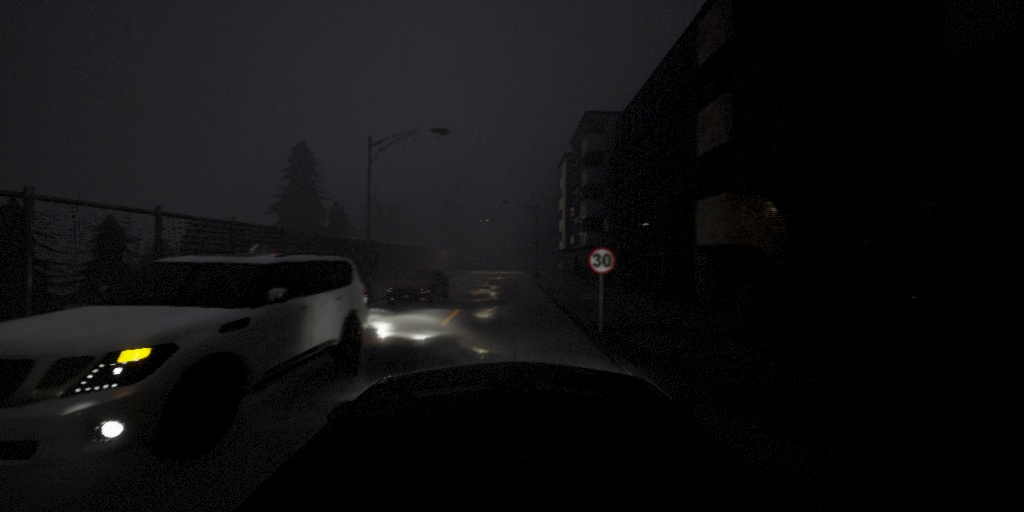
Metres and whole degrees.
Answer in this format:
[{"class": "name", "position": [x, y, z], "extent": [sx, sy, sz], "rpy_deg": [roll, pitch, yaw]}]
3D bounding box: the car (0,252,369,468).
[{"class": "car", "position": [-4.099, 0.954, 5.381], "extent": [2.150, 2.045, 5.566], "rpy_deg": [1, -1, 0]}]

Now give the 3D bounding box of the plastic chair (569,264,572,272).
[{"class": "plastic chair", "position": [9.173, 1.840, 52.895], "extent": [0.750, 1.272, 0.730], "rpy_deg": [0, 0, 10]}]

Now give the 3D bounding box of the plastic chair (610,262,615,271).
[{"class": "plastic chair", "position": [15.392, 1.921, 53.467], "extent": [0.750, 1.272, 0.730], "rpy_deg": [0, 0, 10]}]

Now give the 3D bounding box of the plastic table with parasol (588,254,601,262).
[{"class": "plastic table with parasol", "position": [12.553, 1.321, 57.921], "extent": [2.482, 2.480, 2.482], "rpy_deg": [0, 0, 0]}]

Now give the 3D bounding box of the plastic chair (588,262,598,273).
[{"class": "plastic chair", "position": [12.746, 1.915, 56.511], "extent": [0.750, 1.272, 0.730], "rpy_deg": [0, 0, 10]}]

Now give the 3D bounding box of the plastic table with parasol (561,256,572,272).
[{"class": "plastic table with parasol", "position": [9.160, 1.249, 54.325], "extent": [2.482, 2.480, 2.482], "rpy_deg": [0, 0, 0]}]

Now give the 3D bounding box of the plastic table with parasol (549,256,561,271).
[{"class": "plastic table with parasol", "position": [7.692, 1.269, 58.632], "extent": [2.482, 2.480, 2.482], "rpy_deg": [0, 0, 0]}]

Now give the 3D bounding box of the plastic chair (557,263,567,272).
[{"class": "plastic chair", "position": [7.680, 1.836, 54.512], "extent": [0.730, 1.272, 0.750], "rpy_deg": [0, 0, 10]}]

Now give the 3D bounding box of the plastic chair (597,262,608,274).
[{"class": "plastic chair", "position": [13.898, 1.917, 55.084], "extent": [0.730, 1.272, 0.750], "rpy_deg": [0, 0, 10]}]

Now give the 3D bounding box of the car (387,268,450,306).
[{"class": "car", "position": [-4.108, 1.307, 16.425], "extent": [1.882, 1.535, 5.008], "rpy_deg": [1, 0, 0]}]

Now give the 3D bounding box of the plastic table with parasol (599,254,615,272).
[{"class": "plastic table with parasol", "position": [15.199, 1.327, 54.866], "extent": [2.482, 2.480, 2.482], "rpy_deg": [0, 0, 0]}]
